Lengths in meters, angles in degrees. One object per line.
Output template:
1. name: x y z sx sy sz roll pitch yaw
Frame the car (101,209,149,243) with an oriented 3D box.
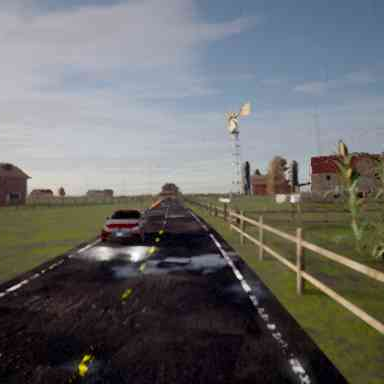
1. car: -3.197 1.575 16.618 1.812 1.442 4.674 0 0 -2
